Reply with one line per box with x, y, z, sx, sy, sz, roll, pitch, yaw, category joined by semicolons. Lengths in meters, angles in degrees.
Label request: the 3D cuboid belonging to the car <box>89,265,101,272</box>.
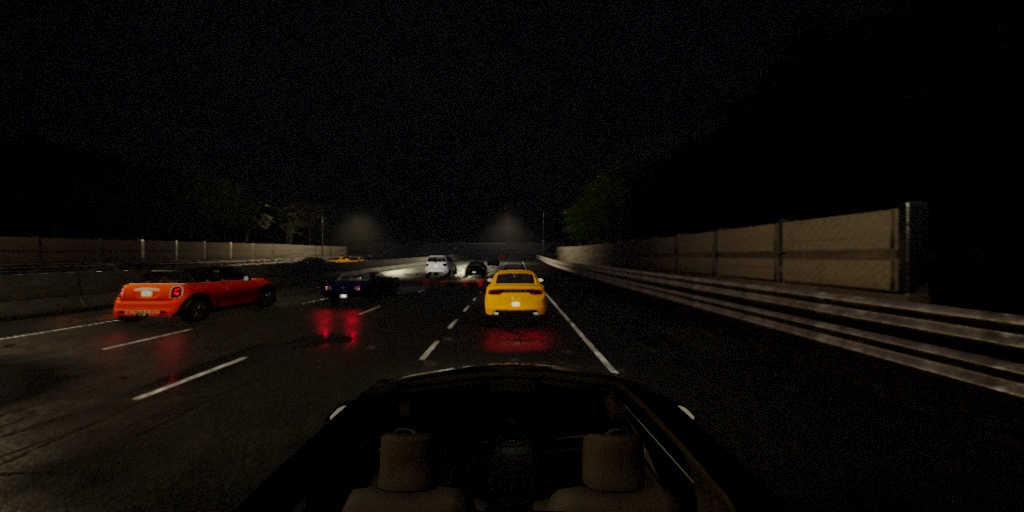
-21.056;1.098;19.233;2.097;1.767;4.553;0;0;0;car

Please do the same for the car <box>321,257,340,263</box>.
-27.709;0.921;57.154;1.882;1.535;5.008;0;1;1;car

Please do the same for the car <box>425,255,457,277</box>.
-6.780;0.949;34.630;2.150;2.045;5.566;0;0;0;car

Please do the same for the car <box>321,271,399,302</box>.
-6.871;1.349;16.863;1.895;1.301;4.718;0;0;0;car

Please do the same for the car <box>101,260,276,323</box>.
-10.383;1.100;12.320;2.097;1.767;4.553;0;0;0;car

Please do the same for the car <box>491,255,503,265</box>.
-3.125;0.930;61.027;1.994;1.385;4.181;0;1;1;car

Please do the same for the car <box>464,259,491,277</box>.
-3.380;1.255;34.504;1.812;1.442;4.674;0;0;0;car

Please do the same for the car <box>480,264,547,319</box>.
0.118;1.227;12.743;1.882;1.535;5.008;0;0;0;car

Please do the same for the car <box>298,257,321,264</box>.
-31.222;0.947;55.820;1.882;1.535;5.008;0;1;1;car

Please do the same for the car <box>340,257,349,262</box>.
-24.234;0.949;55.746;1.882;1.535;5.008;0;1;1;car

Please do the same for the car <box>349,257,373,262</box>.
-20.799;1.120;50.840;1.994;1.385;4.181;0;1;1;car
